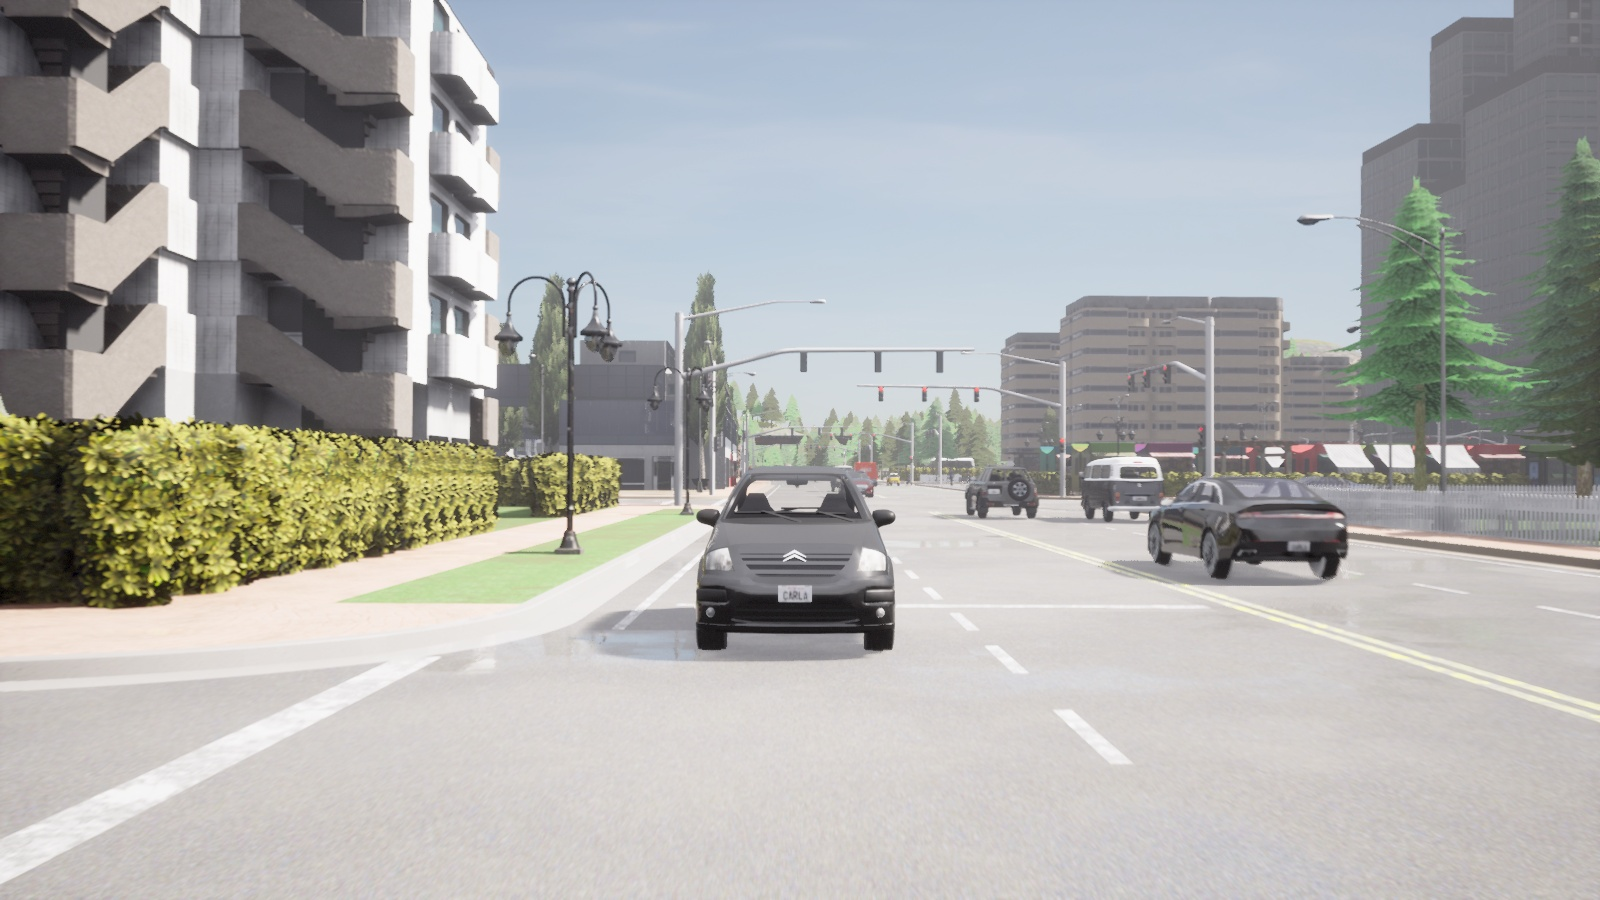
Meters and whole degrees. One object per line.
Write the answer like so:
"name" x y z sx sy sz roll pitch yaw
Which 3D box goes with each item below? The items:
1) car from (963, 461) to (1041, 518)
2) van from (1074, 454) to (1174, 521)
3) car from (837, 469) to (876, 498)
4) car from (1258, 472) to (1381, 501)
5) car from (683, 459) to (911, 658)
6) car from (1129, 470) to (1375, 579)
"car" 6.893 1.327 43.223 1.932 1.855 4.605 0 -1 0
"van" 10.400 1.177 40.636 2.069 2.038 4.480 0 -1 0
"car" 3.340 1.982 74.713 2.033 1.649 4.856 0 -1 -1
"car" 26.242 1.821 63.572 5.357 1.411 2.033 0 -1 -1
"car" -0.031 0.918 12.255 1.851 1.617 3.988 0 -1 0
"car" 6.951 1.078 19.989 2.128 1.511 4.902 0 -1 0
